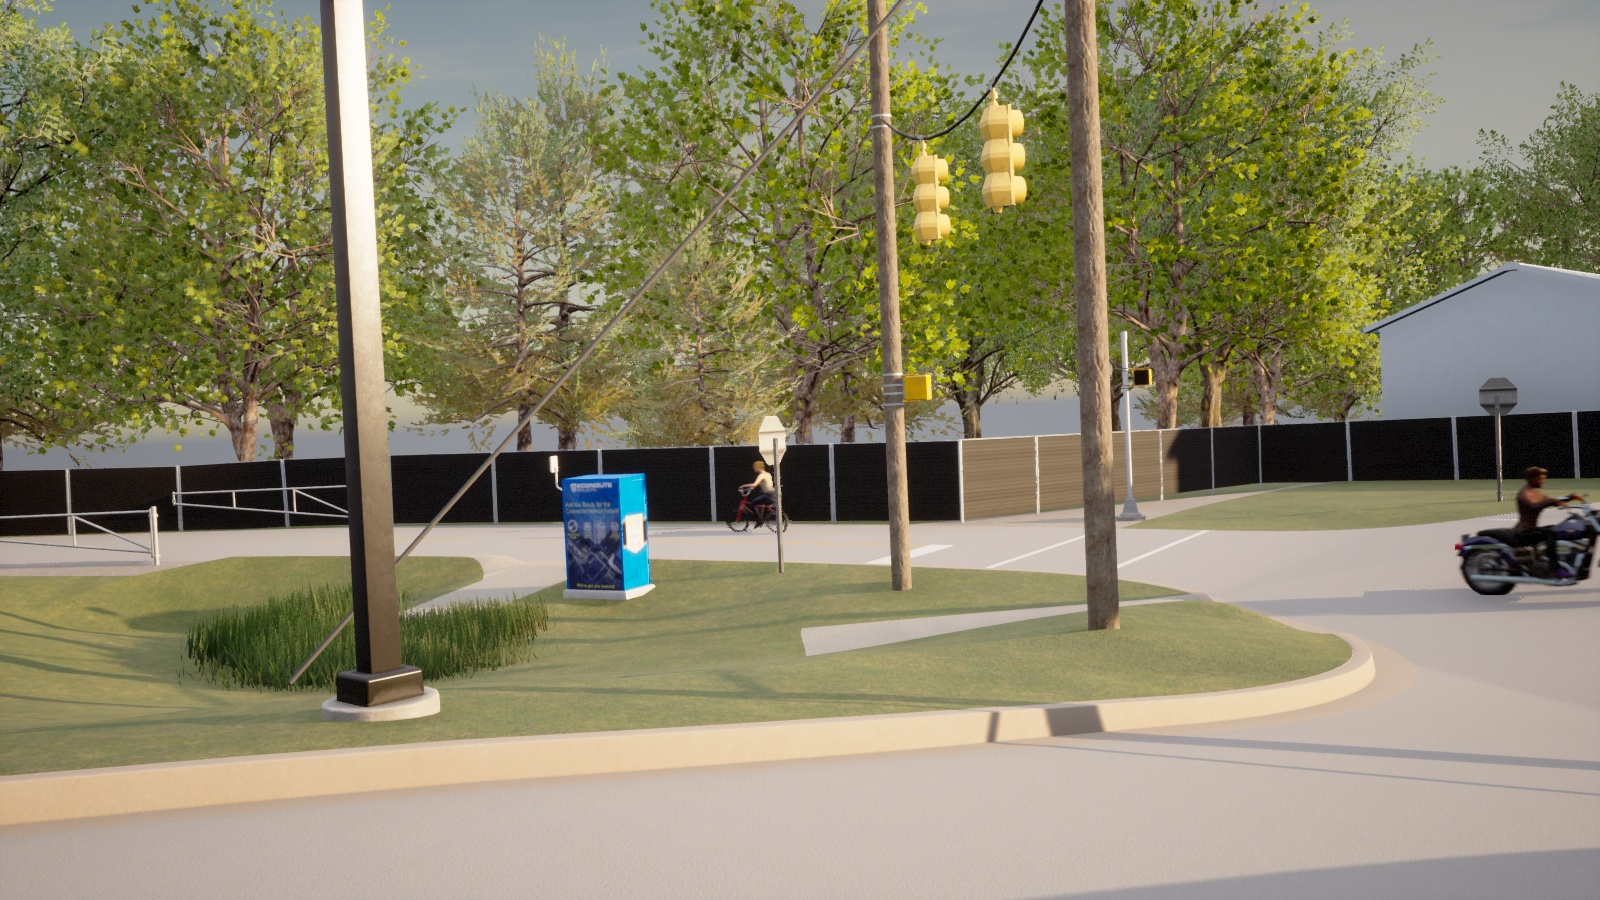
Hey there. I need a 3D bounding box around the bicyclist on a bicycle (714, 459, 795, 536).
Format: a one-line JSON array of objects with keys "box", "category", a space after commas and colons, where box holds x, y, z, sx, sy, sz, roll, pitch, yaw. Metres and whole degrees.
[{"box": [-1.003, 1.051, 27.834, 1.509, 1.612, 0.866, -1, 2, 24], "category": "bicyclist on a bicycle"}]

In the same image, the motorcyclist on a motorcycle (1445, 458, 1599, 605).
[{"box": [9.159, 0.958, 15.036, 0.766, 1.649, 2.350, -5, 0, -38], "category": "motorcyclist on a motorcycle"}]
